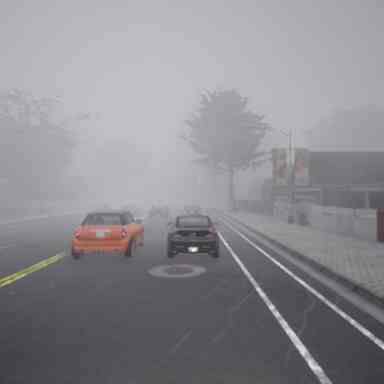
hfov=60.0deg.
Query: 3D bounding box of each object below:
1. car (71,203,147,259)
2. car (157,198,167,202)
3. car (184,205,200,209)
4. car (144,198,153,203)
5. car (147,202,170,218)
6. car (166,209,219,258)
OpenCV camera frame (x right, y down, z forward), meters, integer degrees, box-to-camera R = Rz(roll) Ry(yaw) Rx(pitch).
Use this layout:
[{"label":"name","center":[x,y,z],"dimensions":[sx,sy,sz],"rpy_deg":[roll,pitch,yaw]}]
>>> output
[{"label":"car","center":[-3.172,1.502,13.414],"dimensions":[2.097,1.767,4.553],"rpy_deg":[0,-1,-2]},{"label":"car","center":[-6.712,2.227,74.657],"dimensions":[1.837,1.490,4.892],"rpy_deg":[0,-1,0]},{"label":"car","center":[0.008,1.896,31.200],"dimensions":[2.033,1.411,5.357],"rpy_deg":[0,-1,0]},{"label":"car","center":[-9.966,2.200,76.035],"dimensions":[1.812,1.442,4.674],"rpy_deg":[0,-1,0]},{"label":"car","center":[-3.249,1.983,34.157],"dimensions":[1.895,1.301,4.718],"rpy_deg":[0,-1,0]},{"label":"car","center":[0.049,1.657,13.455],"dimensions":[1.837,1.490,4.892],"rpy_deg":[0,0,0]}]
